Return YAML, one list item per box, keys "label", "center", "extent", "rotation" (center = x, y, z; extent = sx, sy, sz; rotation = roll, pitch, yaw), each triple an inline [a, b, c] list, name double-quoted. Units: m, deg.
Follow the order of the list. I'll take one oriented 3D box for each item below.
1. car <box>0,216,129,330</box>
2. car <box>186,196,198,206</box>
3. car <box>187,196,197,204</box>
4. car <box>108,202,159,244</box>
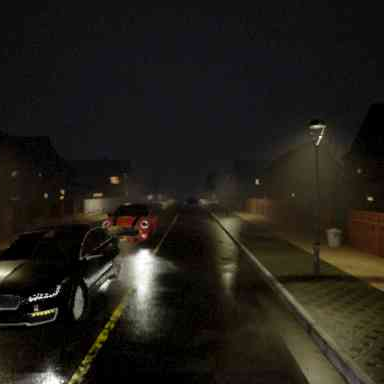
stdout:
- label: "car"
  center: [-2.834, 1.494, 7.171]
  extent: [1.837, 1.490, 4.892]
  rotation: [0, 0, 0]
- label: "car"
  center: [-0.008, 1.529, 53.354]
  extent: [2.033, 1.411, 5.357]
  rotation: [0, 0, 0]
- label: "car"
  center: [-0.011, 1.522, 63.774]
  extent: [1.812, 1.442, 4.674]
  rotation: [0, 0, 0]
- label: "car"
  center: [-2.753, 1.329, 15.596]
  extent: [2.097, 1.767, 4.553]
  rotation: [0, 0, 0]
